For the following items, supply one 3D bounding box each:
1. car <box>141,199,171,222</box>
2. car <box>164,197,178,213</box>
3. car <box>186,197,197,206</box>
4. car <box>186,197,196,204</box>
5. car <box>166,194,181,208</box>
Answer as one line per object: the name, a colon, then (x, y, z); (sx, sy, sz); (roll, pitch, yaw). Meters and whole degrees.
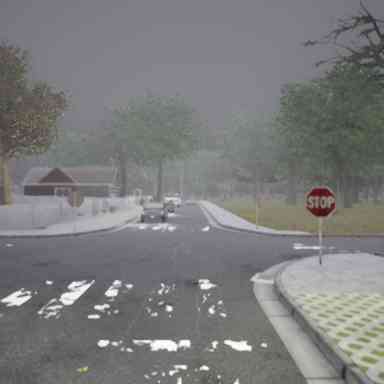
car: (-2.910, 1.532, 26.480); (1.812, 1.442, 4.674); (0, 0, -1)
car: (-2.952, 1.594, 36.521); (1.994, 1.385, 4.181); (0, 0, 0)
car: (-0.115, 1.712, 58.445); (1.895, 1.301, 4.718); (0, 0, 0)
car: (-0.197, 1.717, 68.511); (1.994, 1.385, 4.181); (0, 0, 0)
car: (-2.955, 1.304, 50.984); (2.150, 2.045, 5.566); (0, 0, 2)
